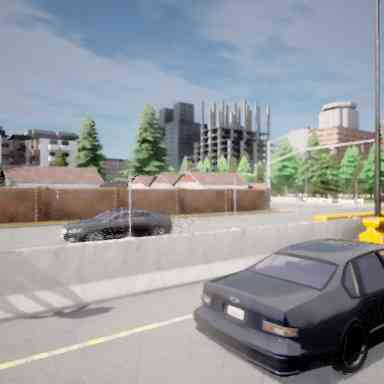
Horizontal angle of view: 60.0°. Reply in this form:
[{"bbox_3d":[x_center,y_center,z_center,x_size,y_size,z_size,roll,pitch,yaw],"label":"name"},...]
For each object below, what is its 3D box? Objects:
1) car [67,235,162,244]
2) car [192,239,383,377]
[{"bbox_3d":[-3.170,1.476,14.623,4.902,1.511,2.128,0,0,-35],"label":"car"},{"bbox_3d":[2.580,1.533,5.586,5.357,1.411,2.033,0,0,-35],"label":"car"}]
